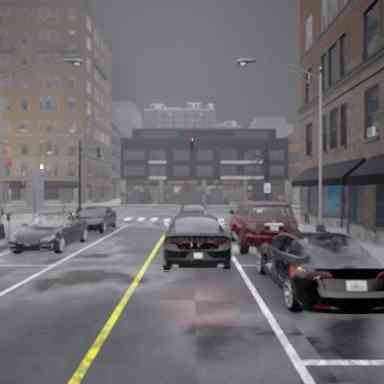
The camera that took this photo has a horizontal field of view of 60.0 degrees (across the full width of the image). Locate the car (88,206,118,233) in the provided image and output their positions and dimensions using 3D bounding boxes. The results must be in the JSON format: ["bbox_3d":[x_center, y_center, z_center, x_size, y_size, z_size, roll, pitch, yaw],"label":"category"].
[{"bbox_3d":[-5.386,1.464,18.732,1.947,1.339,4.313,0,0,0],"label":"car"}]

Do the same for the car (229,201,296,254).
[{"bbox_3d":[2.639,1.244,13.068,2.192,1.841,5.009,0,0,0],"label":"car"}]

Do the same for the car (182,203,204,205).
[{"bbox_3d":[0.083,1.400,19.395,1.837,1.490,4.892,0,0,0],"label":"car"}]

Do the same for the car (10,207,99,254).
[{"bbox_3d":[-5.386,1.479,13.070,2.008,1.369,4.403,0,0,0],"label":"car"}]

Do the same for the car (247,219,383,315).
[{"bbox_3d":[2.638,1.525,7.407,1.947,1.339,4.313,0,0,0],"label":"car"}]

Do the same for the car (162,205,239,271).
[{"bbox_3d":[0.096,1.419,10.772,1.882,1.535,5.008,0,0,-1],"label":"car"}]
